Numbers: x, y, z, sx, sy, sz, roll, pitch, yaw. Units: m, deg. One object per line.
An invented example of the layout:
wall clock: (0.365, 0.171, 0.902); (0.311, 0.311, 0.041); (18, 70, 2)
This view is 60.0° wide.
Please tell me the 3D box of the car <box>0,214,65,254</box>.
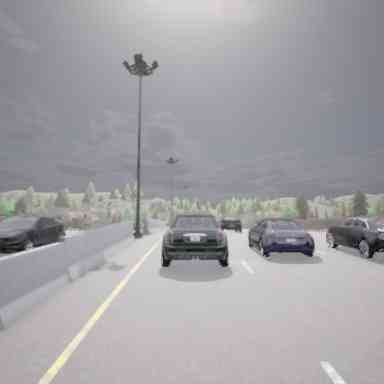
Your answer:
car: (-7.101, 1.734, 14.203); (1.882, 1.535, 5.008); (0, -2, 0)

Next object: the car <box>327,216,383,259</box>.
car: (7.098, 1.713, 13.380); (2.128, 1.511, 4.902); (0, -2, 0)

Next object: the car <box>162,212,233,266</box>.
car: (0.098, 1.530, 12.247); (2.097, 1.767, 4.553); (0, -2, 0)

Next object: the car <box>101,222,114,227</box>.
car: (-14.056, 5.795, 56.434); (1.994, 1.385, 4.181); (0, -6, 1)

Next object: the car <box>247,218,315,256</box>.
car: (3.598, 1.813, 14.076); (1.994, 1.385, 4.181); (0, -2, 0)

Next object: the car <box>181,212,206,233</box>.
car: (0.096, 2.775, 30.119); (2.097, 1.767, 4.553); (0, -6, 0)

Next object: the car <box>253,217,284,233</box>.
car: (7.096, 3.107, 31.269); (1.994, 1.385, 4.181); (0, -6, 0)

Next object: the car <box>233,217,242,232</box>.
car: (3.596, 3.117, 32.182); (1.882, 1.535, 5.008); (0, -6, 0)

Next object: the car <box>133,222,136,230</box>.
car: (-10.556, 5.734, 56.548); (2.128, 1.511, 4.902); (0, -6, 1)
